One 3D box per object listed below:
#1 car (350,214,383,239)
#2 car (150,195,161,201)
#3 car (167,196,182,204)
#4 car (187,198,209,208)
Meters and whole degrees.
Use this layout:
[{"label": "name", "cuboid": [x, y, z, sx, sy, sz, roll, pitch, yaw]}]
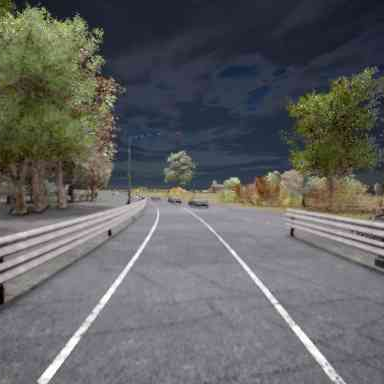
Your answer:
[{"label": "car", "cuboid": [9.785, 1.706, 16.165, 1.994, 1.385, 4.181, 0, 0, -16]}, {"label": "car", "cuboid": [-8.957, 1.392, 81.635, 2.033, 1.411, 5.357, 0, 0, -16]}, {"label": "car", "cuboid": [-3.352, 1.491, 62.055, 2.033, 1.411, 5.357, 0, 0, -16]}, {"label": "car", "cuboid": [0.812, 1.525, 47.519, 2.033, 1.411, 5.357, 0, 0, -16]}]
